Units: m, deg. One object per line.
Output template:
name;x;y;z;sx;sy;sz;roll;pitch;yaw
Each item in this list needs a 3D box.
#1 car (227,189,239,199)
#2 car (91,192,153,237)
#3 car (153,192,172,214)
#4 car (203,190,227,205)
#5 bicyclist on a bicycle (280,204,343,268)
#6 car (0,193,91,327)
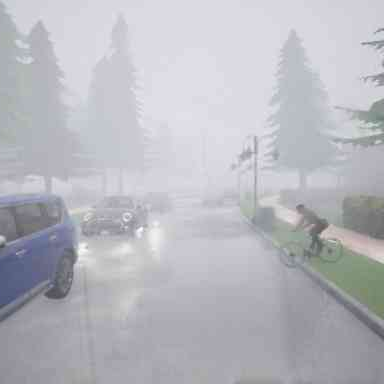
car;5.667;0.280;48.783;1.994;1.385;4.181;1;2;18
car;-3.301;0.939;15.109;2.097;1.767;4.553;0;2;2
car;-2.739;0.805;25.492;2.128;1.511;4.902;0;2;6
car;2.337;0.586;35.519;1.812;1.442;4.674;0;1;11
bicyclist on a bicycle;3.034;1.110;8.583;1.656;1.620;0.582;-6;1;1
car;-3.538;1.076;4.976;2.150;2.045;5.566;0;2;1
